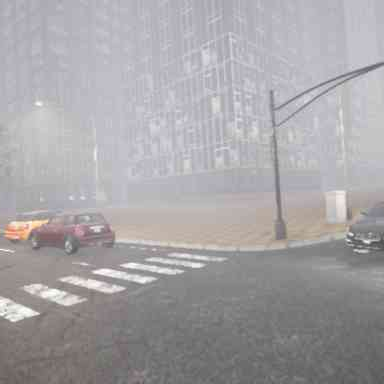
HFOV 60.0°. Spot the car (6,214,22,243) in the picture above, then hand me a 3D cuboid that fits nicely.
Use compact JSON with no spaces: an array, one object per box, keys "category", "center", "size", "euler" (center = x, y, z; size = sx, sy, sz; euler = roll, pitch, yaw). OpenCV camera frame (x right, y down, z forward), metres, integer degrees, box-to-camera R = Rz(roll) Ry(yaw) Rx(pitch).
[{"category":"car","center":[-8.389,1.838,19.705],"size":[2.097,1.767,4.553],"euler":[-3,1,28]}]

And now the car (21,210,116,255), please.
[{"category":"car","center":[-5.586,1.710,15.264],"size":[4.553,1.767,2.097],"euler":[-3,-1,40]}]

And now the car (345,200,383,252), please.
[{"category":"car","center":[6.984,0.948,10.914],"size":[4.892,1.490,1.837],"euler":[-7,3,-34]}]
